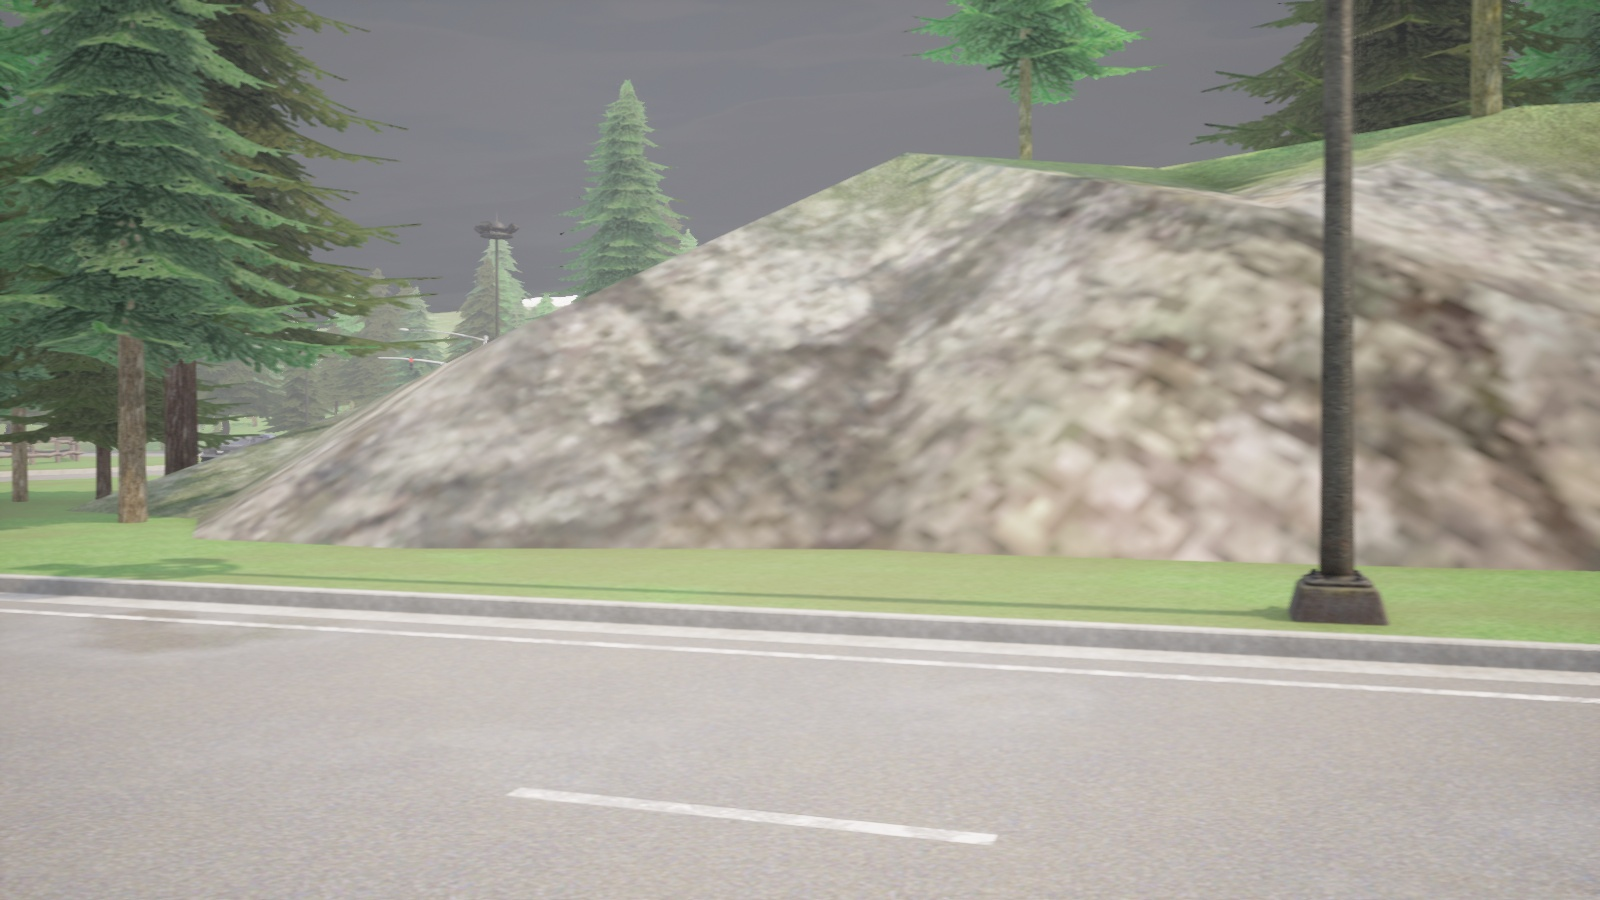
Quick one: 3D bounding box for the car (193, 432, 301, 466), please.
[{"bbox_3d":[-24.148,-0.099,55.103,2.033,1.411,5.357,0,1,4],"label":"car"}]
